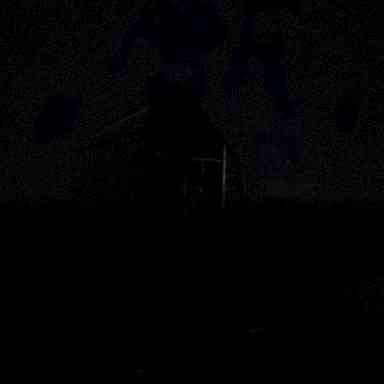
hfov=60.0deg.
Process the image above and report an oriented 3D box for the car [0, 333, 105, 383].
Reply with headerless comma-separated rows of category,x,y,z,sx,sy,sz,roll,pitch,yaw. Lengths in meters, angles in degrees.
car,-2.830,1.554,1.044,5.357,1.411,2.033,0,0,-36
